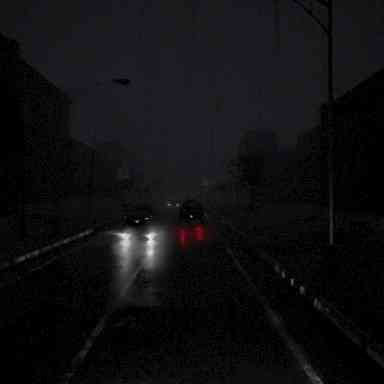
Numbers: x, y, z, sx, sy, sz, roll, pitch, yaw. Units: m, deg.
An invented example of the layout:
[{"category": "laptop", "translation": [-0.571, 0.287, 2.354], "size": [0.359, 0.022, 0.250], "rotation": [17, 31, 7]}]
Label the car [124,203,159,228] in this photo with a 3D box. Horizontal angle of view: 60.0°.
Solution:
[{"category": "car", "translation": [-3.228, 1.487, 21.918], "size": [1.837, 1.490, 4.892], "rotation": [0, 0, 0]}]

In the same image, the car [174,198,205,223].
[{"category": "car", "translation": [-0.052, 1.467, 25.385], "size": [2.128, 1.511, 4.902], "rotation": [0, 0, 0]}]

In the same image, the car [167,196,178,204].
[{"category": "car", "translation": [-3.404, 1.457, 62.305], "size": [1.812, 1.442, 4.674], "rotation": [0, -1, 0]}]
